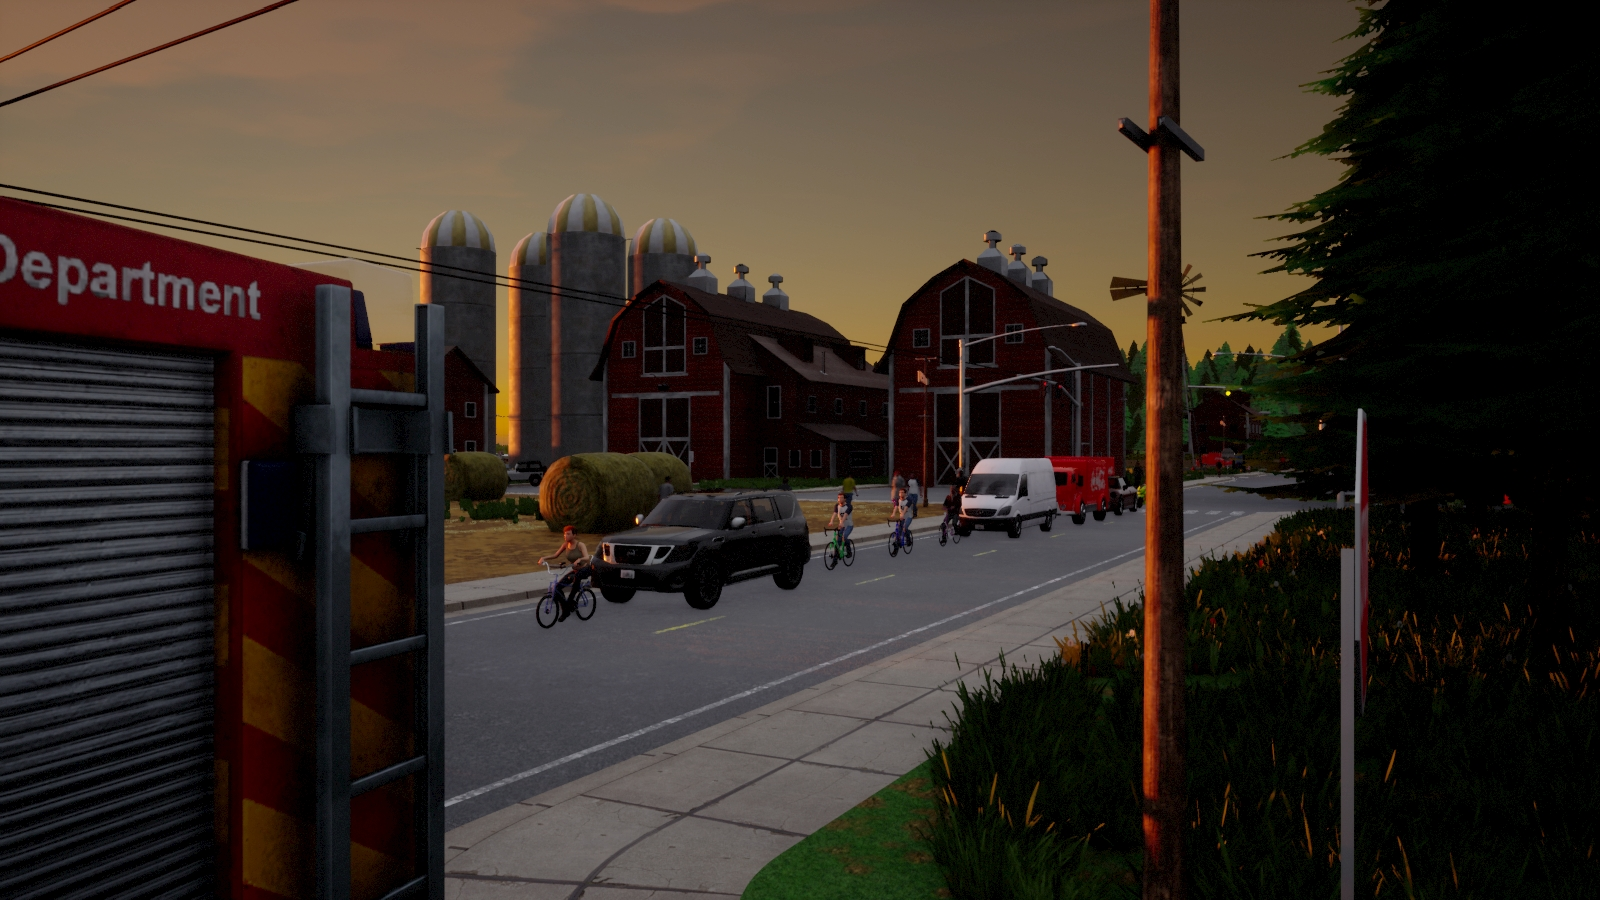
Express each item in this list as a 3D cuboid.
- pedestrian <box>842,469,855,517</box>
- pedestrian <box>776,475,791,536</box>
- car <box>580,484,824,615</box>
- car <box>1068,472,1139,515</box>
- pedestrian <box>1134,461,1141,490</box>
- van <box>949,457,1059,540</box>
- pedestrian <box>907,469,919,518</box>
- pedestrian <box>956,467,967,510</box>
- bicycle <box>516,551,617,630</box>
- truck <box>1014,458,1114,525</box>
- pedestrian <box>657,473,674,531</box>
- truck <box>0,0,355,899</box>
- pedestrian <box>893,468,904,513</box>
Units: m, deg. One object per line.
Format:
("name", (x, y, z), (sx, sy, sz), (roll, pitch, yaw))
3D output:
("pedestrian", (1.896, 1.678, 44.676), (0.375, 1.860, 0.375), (0, 0, 44))
("pedestrian", (-0.507, 1.694, 35.047), (0.375, 1.860, 0.375), (0, 0, 15))
("car", (-1.714, 1.779, 22.410), (2.150, 2.045, 5.566), (0, 0, 27))
("car", (13.639, 1.903, 51.214), (2.097, 1.767, 4.553), (0, 0, 28))
("pedestrian", (22.411, 1.696, 75.880), (0.375, 1.860, 0.375), (0, 0, 28))
("van", (7.057, 1.534, 38.936), (1.988, 2.561, 5.915), (0, 0, 28))
("pedestrian", (4.413, 1.693, 44.603), (0.375, 1.860, 0.375), (0, 0, 32))
("pedestrian", (7.042, 1.689, 49.872), (0.375, 1.860, 0.375), (0, 0, 29))
("bicycle", (-3.780, 2.256, 18.561), (0.859, 1.080, 1.487), (0, 0, 28))
("truck", (10.542, 1.568, 45.365), (2.627, 2.467, 5.204), (0, 0, 28))
("pedestrian", (-4.367, 1.679, 37.097), (0.375, 1.860, 0.375), (0, 0, 29))
("truck", (-5.950, 0.867, 3.828), (8.468, 3.827, 2.891), (0, 0, 19))
("pedestrian", (4.090, 1.676, 47.397), (0.375, 1.860, 0.375), (0, 0, 27))
